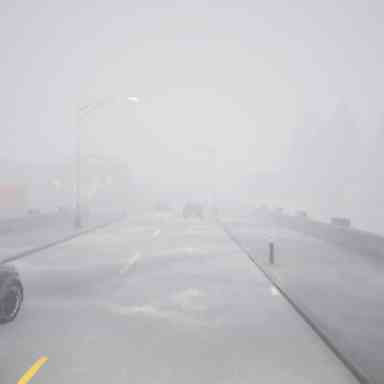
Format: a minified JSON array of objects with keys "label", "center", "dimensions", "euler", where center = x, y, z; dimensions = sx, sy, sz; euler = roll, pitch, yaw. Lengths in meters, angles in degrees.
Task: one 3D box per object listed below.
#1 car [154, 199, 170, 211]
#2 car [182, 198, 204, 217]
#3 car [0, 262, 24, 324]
[{"label":"car","center":[-4.063,1.746,45.475],"dimensions":[2.128,1.511,4.902],"euler":[0,0,0]},{"label":"car","center":[0.096,1.691,33.158],"dimensions":[1.837,1.490,4.892],"euler":[0,0,0]},{"label":"car","center":[-4.096,1.590,4.455],"dimensions":[1.994,1.385,4.181],"euler":[0,0,0]}]
